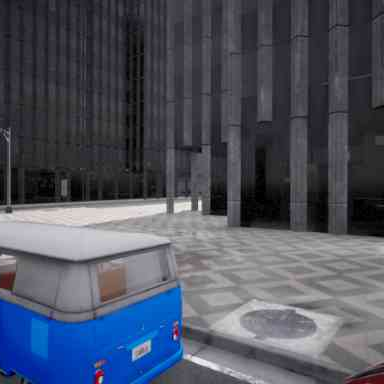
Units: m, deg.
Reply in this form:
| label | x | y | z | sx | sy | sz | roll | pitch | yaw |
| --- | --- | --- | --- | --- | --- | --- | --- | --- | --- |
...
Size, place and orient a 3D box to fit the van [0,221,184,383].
| label | x | y | z | sx | sy | sz | roll | pitch | yaw |
| --- | --- | --- | --- | --- | --- | --- | --- | --- | --- |
| van | -2.007 | 1.341 | 4.394 | 3.998 | 1.788 | 1.690 | 0 | 0 | 35 |

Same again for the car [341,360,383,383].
| label | x | y | z | sx | sy | sz | roll | pitch | yaw |
| --- | --- | --- | --- | --- | --- | --- | --- | --- | --- |
| car | 2.492 | 1.440 | 1.188 | 4.097 | 1.590 | 1.967 | 0 | 0 | 35 |
